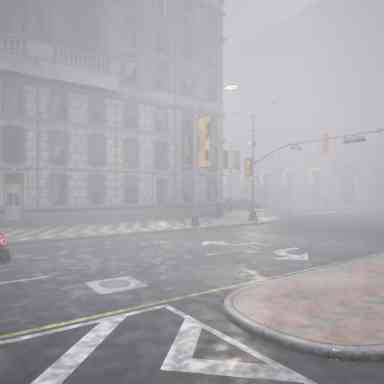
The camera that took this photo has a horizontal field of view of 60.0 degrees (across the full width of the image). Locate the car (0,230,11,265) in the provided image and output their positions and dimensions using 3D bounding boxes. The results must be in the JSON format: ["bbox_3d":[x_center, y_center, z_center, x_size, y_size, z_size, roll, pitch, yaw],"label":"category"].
[{"bbox_3d":[-7.329,1.352,8.599,4.553,1.767,2.097,0,0,-35],"label":"car"}]

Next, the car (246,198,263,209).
[{"bbox_3d":[7.371,1.547,46.347,2.033,1.411,5.357,0,0,-36],"label":"car"}]

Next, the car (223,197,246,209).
[{"bbox_3d":[4.497,1.505,44.358,1.837,1.490,4.892,0,0,-36],"label":"car"}]
